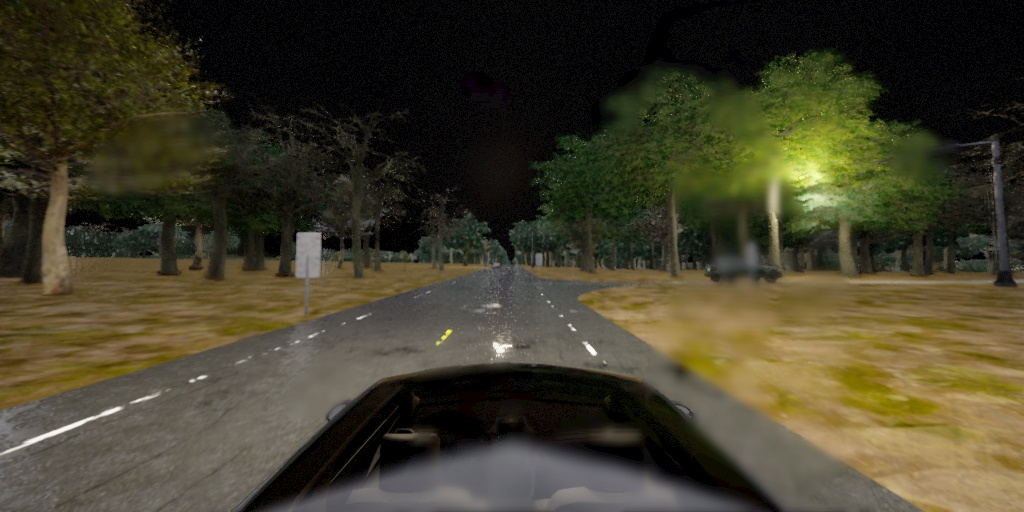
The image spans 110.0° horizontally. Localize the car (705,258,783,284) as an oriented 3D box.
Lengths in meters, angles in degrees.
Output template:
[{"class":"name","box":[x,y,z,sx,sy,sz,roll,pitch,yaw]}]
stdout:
[{"class":"car","box":[18.703,1.205,29.127,5.566,2.045,2.150,0,-3,-2]}]
